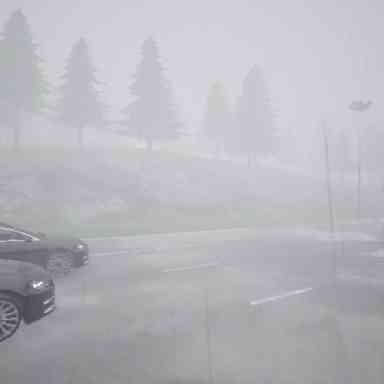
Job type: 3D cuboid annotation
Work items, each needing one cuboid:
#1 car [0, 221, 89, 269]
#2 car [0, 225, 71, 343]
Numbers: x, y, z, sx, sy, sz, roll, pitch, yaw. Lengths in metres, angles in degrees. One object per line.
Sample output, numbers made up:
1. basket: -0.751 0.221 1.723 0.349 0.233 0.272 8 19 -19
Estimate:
1. car: -5.215 1.502 8.626 4.902 1.511 2.128 1 -1 -36
2. car: -4.600 1.477 4.764 4.902 1.511 2.128 1 -1 -36
